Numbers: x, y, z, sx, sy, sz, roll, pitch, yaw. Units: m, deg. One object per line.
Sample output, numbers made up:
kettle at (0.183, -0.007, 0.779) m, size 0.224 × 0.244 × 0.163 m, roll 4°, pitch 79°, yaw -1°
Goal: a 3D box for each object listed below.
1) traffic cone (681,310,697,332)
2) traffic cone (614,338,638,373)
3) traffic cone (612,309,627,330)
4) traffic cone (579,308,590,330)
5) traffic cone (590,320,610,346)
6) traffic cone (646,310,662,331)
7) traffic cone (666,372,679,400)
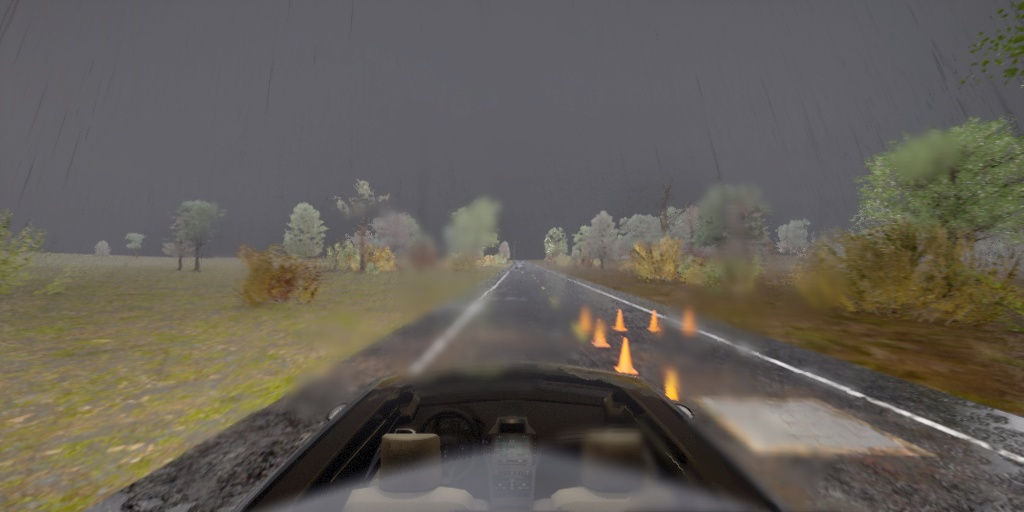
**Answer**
traffic cone at (5.155, 1.878, 10.458) m, size 0.340 × 0.580 × 0.340 m, roll 0°, pitch 0°, yaw 1°
traffic cone at (2.064, 1.789, 6.529) m, size 0.340 × 0.580 × 0.340 m, roll 0°, pitch 0°, yaw 1°
traffic cone at (3.155, 1.849, 10.504) m, size 0.340 × 0.580 × 0.340 m, roll 0°, pitch 0°, yaw 1°
traffic cone at (2.156, 1.835, 10.528) m, size 0.340 × 0.580 × 0.340 m, roll 0°, pitch 0°, yaw 1°
traffic cone at (2.110, 1.812, 8.528) m, size 0.340 × 0.580 × 0.340 m, roll 0°, pitch 0°, yaw 1°
traffic cone at (4.155, 1.863, 10.481) m, size 0.340 × 0.580 × 0.340 m, roll 0°, pitch 0°, yaw 1°
traffic cone at (2.018, 1.766, 4.529) m, size 0.340 × 0.580 × 0.340 m, roll 0°, pitch 0°, yaw 1°
